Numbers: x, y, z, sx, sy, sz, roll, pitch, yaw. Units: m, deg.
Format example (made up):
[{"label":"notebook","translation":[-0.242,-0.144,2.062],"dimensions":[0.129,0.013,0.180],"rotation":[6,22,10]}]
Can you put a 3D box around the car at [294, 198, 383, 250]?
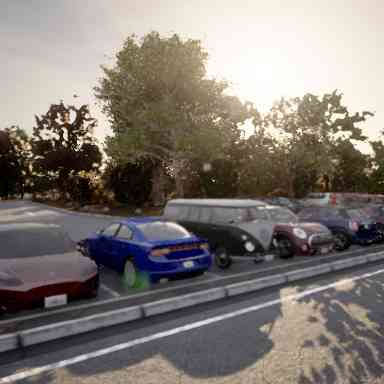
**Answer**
[{"label":"car","translation":[5.354,1.316,14.282],"dimensions":[2.185,1.767,4.553],"rotation":[0,0,-36]}]

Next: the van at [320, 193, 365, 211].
[{"label":"van","translation":[17.738,1.157,39.381],"dimensions":[1.878,1.987,4.442],"rotation":[0,0,-36]}]

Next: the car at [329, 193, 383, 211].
[{"label":"car","translation":[20.049,1.125,40.923],"dimensions":[2.435,2.045,5.566],"rotation":[0,0,-36]}]

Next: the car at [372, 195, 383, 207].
[{"label":"car","translation":[28.997,1.310,47.505],"dimensions":[1.946,1.575,5.366],"rotation":[-1,0,-36]}]

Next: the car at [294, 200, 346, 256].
[{"label":"car","translation":[3.036,1.323,12.703],"dimensions":[2.185,1.767,4.553],"rotation":[0,0,-36]}]

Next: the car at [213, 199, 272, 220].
[{"label":"car","translation":[4.362,1.420,29.457],"dimensions":[1.946,1.575,5.366],"rotation":[0,0,-36]}]

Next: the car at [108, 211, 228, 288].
[{"label":"car","translation":[-1.505,1.462,9.415],"dimensions":[2.097,1.535,5.008],"rotation":[0,0,-36]}]

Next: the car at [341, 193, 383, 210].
[{"label":"car","translation":[22.341,1.113,42.490],"dimensions":[2.435,2.045,5.566],"rotation":[0,0,-36]}]

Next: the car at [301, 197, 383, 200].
[{"label":"car","translation":[7.635,1.310,15.911],"dimensions":[2.185,1.767,4.553],"rotation":[0,0,-36]}]

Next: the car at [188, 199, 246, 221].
[{"label":"car","translation":[1.991,1.430,27.998],"dimensions":[2.231,1.521,4.892],"rotation":[0,0,-36]}]

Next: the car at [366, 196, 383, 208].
[{"label":"car","translation":[26.866,1.366,45.720],"dimensions":[2.163,1.488,4.792],"rotation":[0,0,-36]}]

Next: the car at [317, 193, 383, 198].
[{"label":"car","translation":[9.914,1.177,17.542],"dimensions":[2.435,2.045,5.566],"rotation":[0,0,-36]}]

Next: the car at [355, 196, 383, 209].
[{"label":"car","translation":[24.567,1.380,44.150],"dimensions":[2.163,1.488,4.792],"rotation":[0,0,-36]}]

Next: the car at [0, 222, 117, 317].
[{"label":"car","translation":[-3.772,1.498,7.767],"dimensions":[2.163,1.488,4.792],"rotation":[0,0,-36]}]

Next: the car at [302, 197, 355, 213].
[{"label":"car","translation":[15.440,1.386,37.825],"dimensions":[1.946,1.575,5.366],"rotation":[0,0,-36]}]

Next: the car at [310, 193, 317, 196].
[{"label":"car","translation":[13.272,1.145,36.083],"dimensions":[2.435,2.045,5.566],"rotation":[0,0,-36]}]

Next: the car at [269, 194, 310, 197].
[{"label":"car","translation":[8.753,1.284,32.858],"dimensions":[2.185,1.767,4.553],"rotation":[0,0,-36]}]

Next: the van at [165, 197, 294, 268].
[{"label":"van","translation":[0.841,1.230,10.954],"dimensions":[1.878,1.987,4.442],"rotation":[0,0,-36]}]
